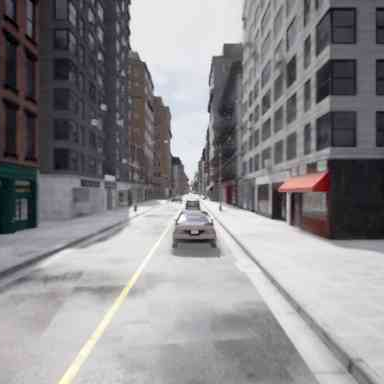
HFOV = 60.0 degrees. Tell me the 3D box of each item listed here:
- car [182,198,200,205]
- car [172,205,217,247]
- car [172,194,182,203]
[{"bbox_3d":[0.094,1.496,43.659,2.128,1.511,4.902,0,0,0],"label":"car"},{"bbox_3d":[0.098,1.549,14.997,2.033,1.411,5.357,0,0,0],"label":"car"},{"bbox_3d":[-3.009,1.302,68.662,2.097,1.767,4.553,0,0,0],"label":"car"}]
